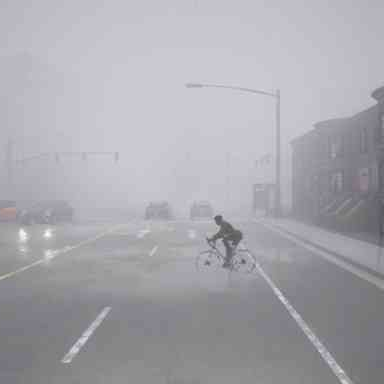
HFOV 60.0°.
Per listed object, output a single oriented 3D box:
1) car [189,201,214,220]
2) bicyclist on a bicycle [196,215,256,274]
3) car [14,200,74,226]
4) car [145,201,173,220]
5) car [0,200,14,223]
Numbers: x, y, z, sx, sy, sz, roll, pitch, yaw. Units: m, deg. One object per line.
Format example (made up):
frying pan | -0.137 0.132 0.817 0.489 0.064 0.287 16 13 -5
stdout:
car | 0.791 1.491 27.853 2.128 1.511 4.902 0 0 1
bicyclist on a bicycle | 0.900 1.453 9.056 1.656 1.620 0.582 -2 0 1
car | -10.010 1.351 23.318 2.097 1.767 4.553 0 0 2
car | -2.716 1.491 27.704 2.128 1.511 4.902 0 0 1
car | -13.533 1.352 22.546 2.097 1.767 4.553 0 0 2
